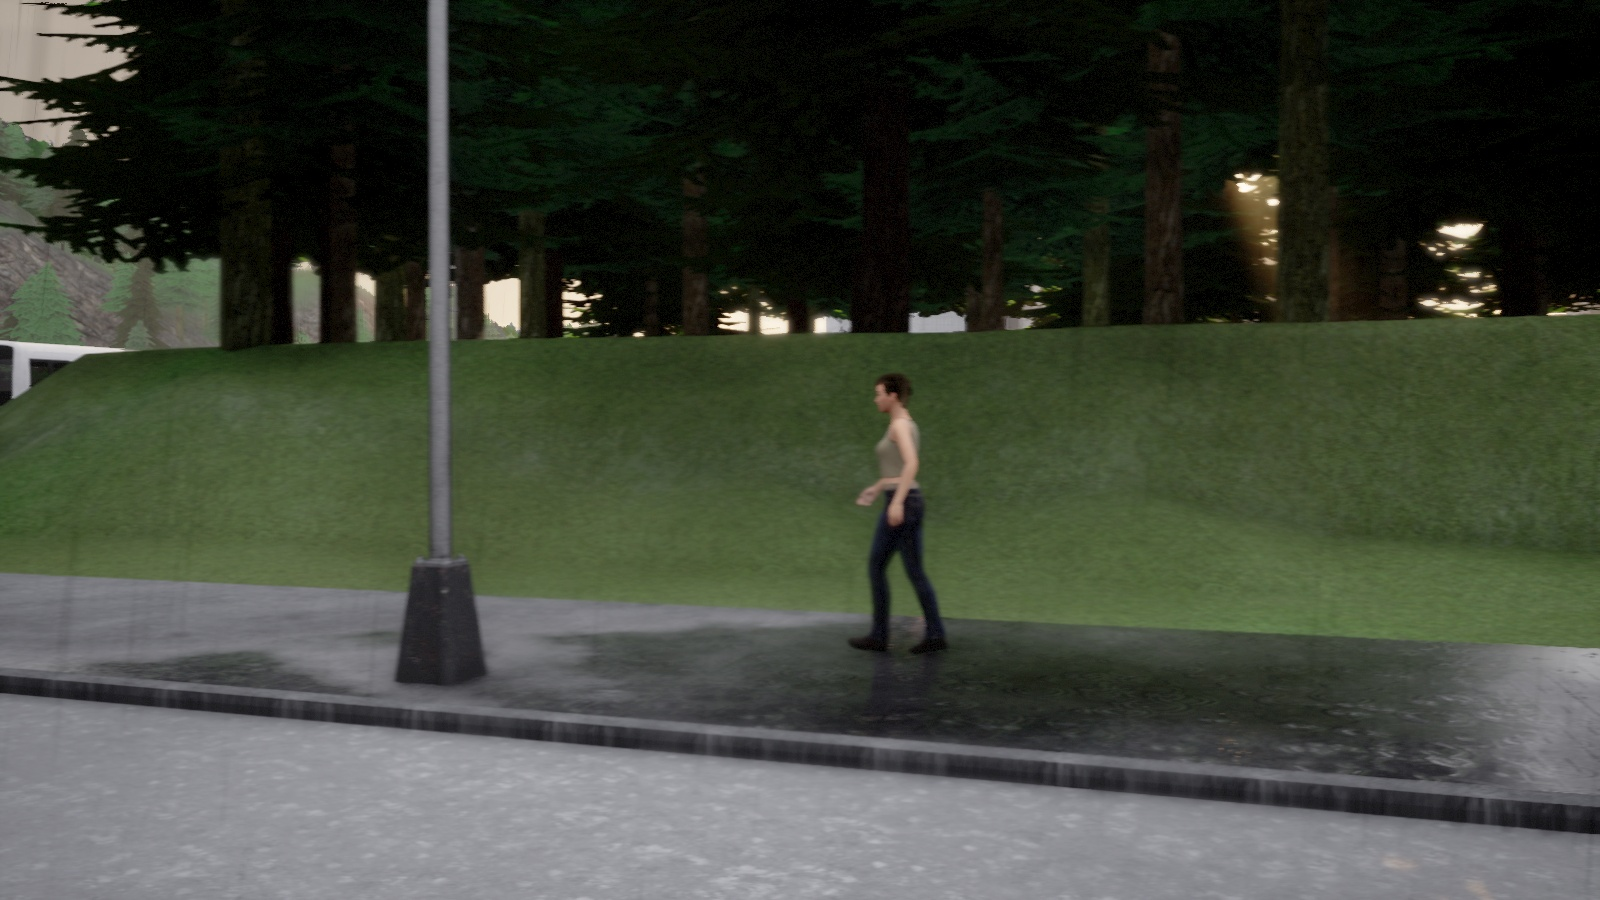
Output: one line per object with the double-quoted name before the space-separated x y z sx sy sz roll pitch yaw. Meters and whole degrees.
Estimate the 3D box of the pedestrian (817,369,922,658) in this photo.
"pedestrian" 0.457 0.399 8.245 0.594 1.836 0.345 1 1 21

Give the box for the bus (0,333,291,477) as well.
"bus" -22.588 -1.409 42.502 3.944 4.253 10.273 1 1 21
